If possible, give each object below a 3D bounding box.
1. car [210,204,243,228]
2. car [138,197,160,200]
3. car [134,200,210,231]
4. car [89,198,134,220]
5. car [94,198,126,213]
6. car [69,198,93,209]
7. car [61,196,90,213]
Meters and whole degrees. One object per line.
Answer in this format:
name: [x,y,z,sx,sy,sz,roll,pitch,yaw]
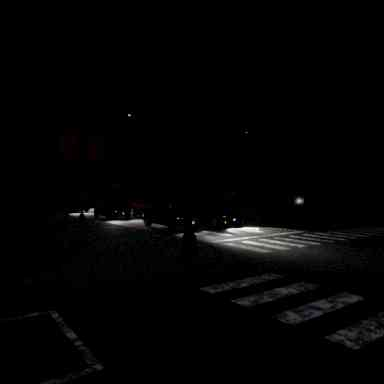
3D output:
car: [1.476,1.537,22.328,1.994,1.385,4.181,0,0,-36]
car: [-3.511,1.312,29.272,2.097,1.767,4.553,0,0,-36]
car: [-1.376,1.468,20.730,2.128,1.511,4.902,0,0,-36]
car: [-6.869,1.467,28.376,1.837,1.490,4.892,0,0,-36]
car: [-9.272,1.470,37.307,1.812,1.442,4.674,0,0,-36]
car: [-15.395,1.530,45.893,1.895,1.301,4.718,0,0,-35]
car: [-13.090,1.494,37.031,2.033,1.411,5.357,0,0,-36]
